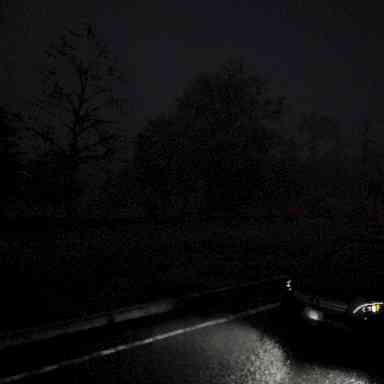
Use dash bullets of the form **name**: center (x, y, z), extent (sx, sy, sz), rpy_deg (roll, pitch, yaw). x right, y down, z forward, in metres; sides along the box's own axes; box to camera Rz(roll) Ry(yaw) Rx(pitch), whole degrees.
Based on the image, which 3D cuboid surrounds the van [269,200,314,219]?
- **van**: center (10.345, 1.833, 35.827), extent (1.878, 1.987, 4.442), rpy_deg (2, -1, -35)

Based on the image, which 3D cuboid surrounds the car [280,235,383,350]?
- **car**: center (3.719, 1.601, 6.332), extent (4.674, 1.442, 1.812), rpy_deg (1, -1, -35)

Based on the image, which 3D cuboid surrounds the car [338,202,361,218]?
- **car**: center (17.272, 2.379, 40.603), extent (2.231, 1.521, 4.892), rpy_deg (3, -2, -35)

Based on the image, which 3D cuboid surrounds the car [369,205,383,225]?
- **car**: center (15.757, 1.963, 23.254), extent (1.946, 1.575, 5.366), rpy_deg (2, -1, -35)

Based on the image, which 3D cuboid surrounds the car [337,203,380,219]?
- **car**: center (21.801, 2.478, 43.795), extent (2.185, 1.767, 4.553), rpy_deg (3, -2, -35)

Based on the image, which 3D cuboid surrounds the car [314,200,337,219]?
- **car**: center (12.752, 1.908, 37.430), extent (2.435, 2.045, 5.566), rpy_deg (2, -1, -35)

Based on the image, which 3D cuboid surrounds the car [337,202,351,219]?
- **car**: center (15.122, 2.263, 38.855), extent (1.946, 1.575, 5.366), rpy_deg (3, -2, -35)

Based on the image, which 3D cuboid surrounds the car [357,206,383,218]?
- **car**: center (26.294, 2.830, 47.023), extent (2.097, 1.535, 5.008), rpy_deg (3, -2, -35)

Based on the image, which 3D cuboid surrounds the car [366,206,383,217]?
- **car**: center (28.550, 2.944, 48.626), extent (2.231, 1.521, 4.892), rpy_deg (3, -2, -35)

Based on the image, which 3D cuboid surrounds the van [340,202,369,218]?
- **van**: center (19.464, 2.265, 42.314), extent (1.878, 1.987, 4.442), rpy_deg (3, -2, -35)
